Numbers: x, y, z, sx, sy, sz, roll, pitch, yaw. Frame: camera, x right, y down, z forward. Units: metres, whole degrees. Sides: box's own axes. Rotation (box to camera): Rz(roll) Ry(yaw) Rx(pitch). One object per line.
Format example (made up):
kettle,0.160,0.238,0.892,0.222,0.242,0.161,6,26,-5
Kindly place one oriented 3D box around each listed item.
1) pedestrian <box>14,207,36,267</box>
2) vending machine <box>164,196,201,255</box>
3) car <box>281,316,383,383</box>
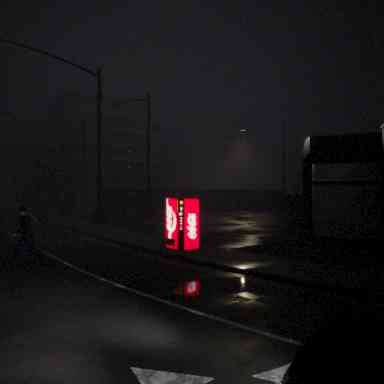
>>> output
pedestrian,-4.923,1.294,9.818,0.375,1.860,0.375,0,0,-39
vending machine,-0.354,1.195,12.567,1.100,2.100,0.880,0,0,-40
car,2.912,1.601,1.909,4.718,1.301,1.895,0,0,34
